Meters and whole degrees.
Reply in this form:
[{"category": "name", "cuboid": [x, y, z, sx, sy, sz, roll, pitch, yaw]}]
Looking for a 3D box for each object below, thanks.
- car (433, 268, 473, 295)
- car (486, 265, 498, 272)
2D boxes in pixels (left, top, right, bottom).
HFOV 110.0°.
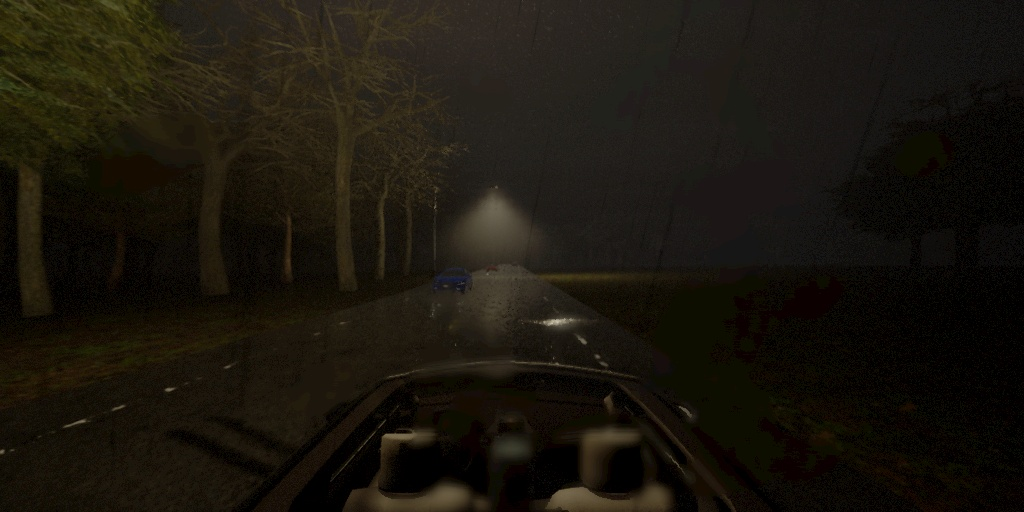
[{"category": "car", "cuboid": [-3.603, 1.504, 22.592, 1.882, 1.535, 5.008, 0, -1, 0]}, {"category": "car", "cuboid": [-3.542, 2.161, 63.690, 1.895, 1.301, 4.718, 0, -1, 1]}]
